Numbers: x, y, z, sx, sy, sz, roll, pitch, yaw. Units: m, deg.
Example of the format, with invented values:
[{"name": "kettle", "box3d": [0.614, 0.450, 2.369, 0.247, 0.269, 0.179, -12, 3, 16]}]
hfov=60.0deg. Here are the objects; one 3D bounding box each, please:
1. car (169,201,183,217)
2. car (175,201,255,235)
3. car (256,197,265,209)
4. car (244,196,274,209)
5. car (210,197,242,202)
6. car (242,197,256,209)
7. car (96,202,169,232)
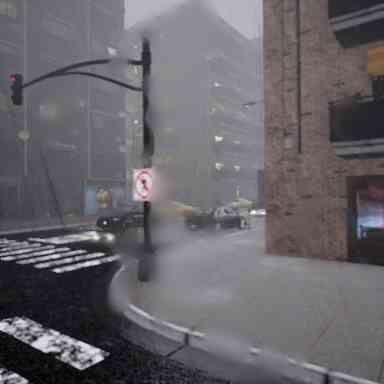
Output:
[{"name": "car", "box3d": [-1.808, 1.416, 26.802, 1.752, 1.417, 4.829, 0, 1, 36]}, {"name": "car", "box3d": [1.364, 1.420, 17.748, 2.008, 1.369, 4.403, 0, 1, 36]}, {"name": "car", "box3d": [8.007, 1.260, 36.149, 1.994, 1.385, 4.181, -1, 0, 36]}, {"name": "car", "box3d": [8.271, 1.241, 40.717, 1.947, 1.339, 4.313, 0, 1, 36]}, {"name": "car", "box3d": [2.134, 1.385, 28.050, 1.994, 1.385, 4.181, -1, 0, 36]}, {"name": "car", "box3d": [4.844, 1.274, 35.987, 1.752, 1.417, 4.829, 0, 1, 36]}, {"name": "car", "box3d": [-3.670, 1.509, 20.046, 1.994, 1.385, 4.181, -1, 0, 36]}]
